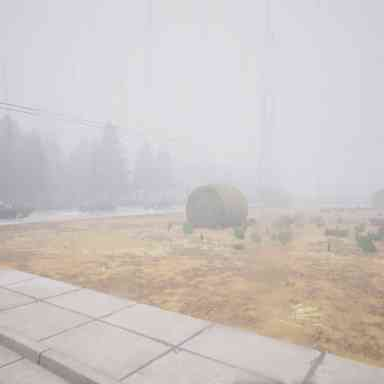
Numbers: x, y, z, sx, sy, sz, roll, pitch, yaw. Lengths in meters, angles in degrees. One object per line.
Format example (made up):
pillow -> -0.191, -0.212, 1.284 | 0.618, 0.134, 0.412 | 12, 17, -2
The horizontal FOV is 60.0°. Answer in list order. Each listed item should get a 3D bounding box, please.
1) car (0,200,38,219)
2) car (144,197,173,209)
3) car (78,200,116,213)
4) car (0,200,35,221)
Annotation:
car -> -16.671, 1.518, 29.741 | 2.128, 1.511, 4.902 | 0, 0, 37
car -> -4.574, 1.532, 46.051 | 1.837, 1.490, 4.892 | 0, 0, 36
car -> -10.727, 1.591, 37.768 | 1.994, 1.385, 4.181 | 0, 0, 36
car -> -15.142, 1.518, 25.506 | 2.128, 1.511, 4.902 | 0, 0, 36
